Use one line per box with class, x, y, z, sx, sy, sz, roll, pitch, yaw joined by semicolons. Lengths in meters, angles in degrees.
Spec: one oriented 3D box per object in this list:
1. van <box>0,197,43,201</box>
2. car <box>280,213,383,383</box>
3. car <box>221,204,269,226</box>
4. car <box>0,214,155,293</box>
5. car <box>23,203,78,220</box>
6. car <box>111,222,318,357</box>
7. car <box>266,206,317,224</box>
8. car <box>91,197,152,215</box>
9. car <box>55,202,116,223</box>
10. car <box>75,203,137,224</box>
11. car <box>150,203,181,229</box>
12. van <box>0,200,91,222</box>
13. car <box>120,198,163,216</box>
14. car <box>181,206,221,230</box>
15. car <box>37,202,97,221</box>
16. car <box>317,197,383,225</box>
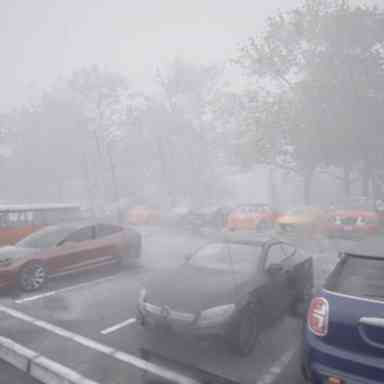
van;-18.651;1.641;36.484;1.878;1.987;4.442;-1;0;36
car;3.202;1.396;4.812;2.185;1.767;4.553;-1;0;36
car;4.025;1.481;20.319;2.185;1.767;4.553;-1;0;36
car;-3.579;1.637;9.680;2.163;1.488;4.792;-1;0;36
car;-14.054;1.858;33.333;2.002;1.452;4.674;-1;0;36
car;0.962;1.590;6.461;2.002;1.452;4.674;-1;0;36
car;6.310;1.577;18.724;2.097;1.535;5.008;-1;0;36
car;-5.023;1.465;26.815;2.435;2.045;5.566;-1;0;36
car;-9.526;1.768;30.089;2.231;1.521;4.892;-1;0;36
car;-7.253;1.771;28.484;2.163;1.488;4.792;-1;0;36
car;-0.478;1.702;23.592;2.002;1.452;4.674;-1;0;36
van;-5.945;1.411;11.269;1.878;1.987;4.442;-1;0;36
car;-2.762;1.563;25.189;2.185;1.767;4.553;-1;0;36
car;1.780;1.634;21.962;2.097;1.535;5.008;-1;0;36
car;-11.790;1.792;31.712;2.097;1.535;5.008;-1;0;36
car;8.554;1.298;17.075;2.435;2.045;5.566;-1;0;36
